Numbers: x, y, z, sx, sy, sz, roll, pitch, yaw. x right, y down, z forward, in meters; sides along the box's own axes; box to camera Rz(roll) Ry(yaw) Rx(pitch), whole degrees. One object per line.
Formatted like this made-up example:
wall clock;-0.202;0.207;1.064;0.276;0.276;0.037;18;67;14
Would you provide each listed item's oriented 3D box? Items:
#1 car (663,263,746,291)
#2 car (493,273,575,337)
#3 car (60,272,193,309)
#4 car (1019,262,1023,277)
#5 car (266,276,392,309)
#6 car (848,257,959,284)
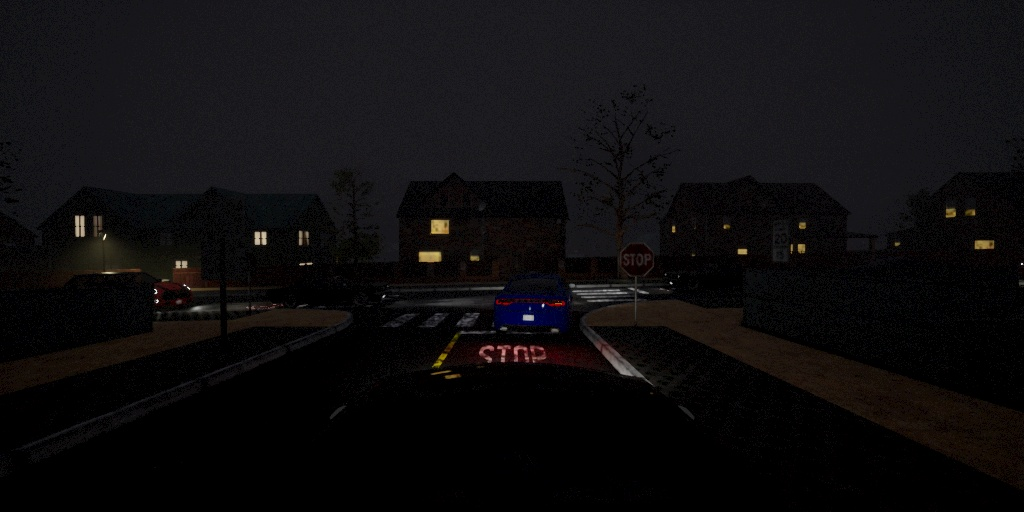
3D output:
car;10.416;1.034;18.572;4.718;1.301;1.895;-1;1;-1
car;0.789;1.226;10.440;1.882;1.535;5.008;0;0;10
car;-16.794;1.472;15.646;4.553;1.767;2.097;-1;1;0
car;29.572;0.334;18.593;4.553;1.767;2.097;-1;1;0
car;-7.807;1.506;15.651;4.718;1.301;1.895;-1;1;0
car;20.062;0.753;18.605;5.357;1.411;2.033;-1;1;0
